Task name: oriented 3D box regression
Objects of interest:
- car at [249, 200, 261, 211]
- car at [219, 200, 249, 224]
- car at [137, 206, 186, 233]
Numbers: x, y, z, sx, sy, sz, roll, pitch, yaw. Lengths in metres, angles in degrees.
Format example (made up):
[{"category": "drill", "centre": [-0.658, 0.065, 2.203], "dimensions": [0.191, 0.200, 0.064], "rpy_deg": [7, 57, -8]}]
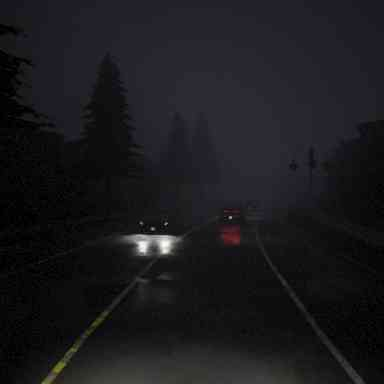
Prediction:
[{"category": "car", "centre": [7.542, 1.620, 41.933], "dimensions": [1.895, 1.301, 4.718], "rpy_deg": [0, 0, 17]}, {"category": "car", "centre": [3.143, 1.513, 25.268], "dimensions": [1.837, 1.490, 4.892], "rpy_deg": [0, 0, 12]}, {"category": "car", "centre": [-1.640, 1.554, 20.068], "dimensions": [2.033, 1.411, 5.357], "rpy_deg": [0, 0, 9]}]
